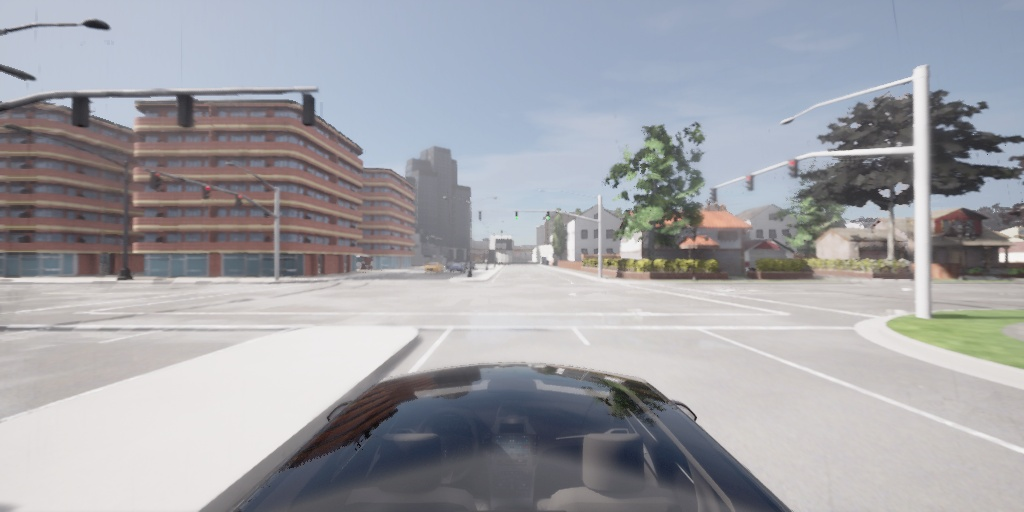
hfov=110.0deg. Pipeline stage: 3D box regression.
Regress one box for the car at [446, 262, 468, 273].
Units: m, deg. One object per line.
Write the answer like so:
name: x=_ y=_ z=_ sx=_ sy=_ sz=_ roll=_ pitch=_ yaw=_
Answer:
car: x=-8.007 y=1.737 z=52.804 sx=1.812 sy=1.442 sz=4.674 roll=0 pitch=0 yaw=1

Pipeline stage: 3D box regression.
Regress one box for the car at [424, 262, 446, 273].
car: x=-11.508 y=1.689 z=52.829 sx=1.882 sy=1.535 sz=5.008 roll=0 pitch=0 yaw=1
